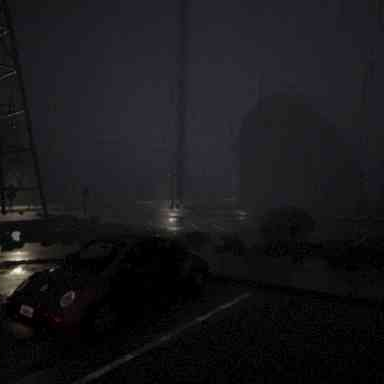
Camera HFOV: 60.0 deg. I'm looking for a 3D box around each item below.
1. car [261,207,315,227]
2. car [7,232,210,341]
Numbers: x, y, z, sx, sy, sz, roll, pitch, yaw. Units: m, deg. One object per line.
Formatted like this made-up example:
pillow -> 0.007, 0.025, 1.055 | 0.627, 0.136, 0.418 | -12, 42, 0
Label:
car -> 5.140, 1.529, 17.717 | 1.816, 1.474, 4.193 | 0, 0, 36
car -> -1.340, 1.539, 6.540 | 1.784, 1.438, 3.905 | 0, 0, 36
